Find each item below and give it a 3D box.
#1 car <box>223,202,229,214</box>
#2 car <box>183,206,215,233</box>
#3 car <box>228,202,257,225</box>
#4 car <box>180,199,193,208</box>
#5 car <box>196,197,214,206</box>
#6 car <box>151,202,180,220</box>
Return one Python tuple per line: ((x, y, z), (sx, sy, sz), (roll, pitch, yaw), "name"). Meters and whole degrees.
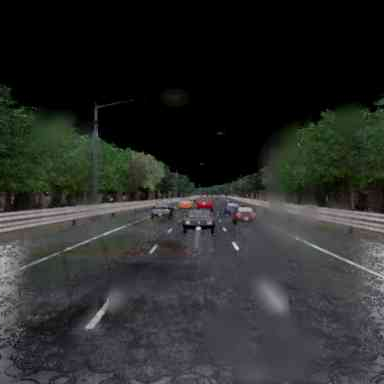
((4.821, 1.929, 40.339), (1.812, 1.442, 4.674), (0, 0, 5), "car")
((0.464, 1.801, 21.161), (1.895, 1.301, 4.718), (0, -1, 2), "car")
((4.128, 1.797, 26.727), (1.812, 1.442, 4.674), (0, 0, 4), "car")
((-0.989, 1.863, 55.228), (2.097, 1.767, 4.553), (0, -1, 4), "car")
((1.788, 1.662, 45.686), (2.150, 2.045, 5.566), (0, -1, 4), "car")
((-2.603, 1.772, 31.093), (2.128, 1.511, 4.902), (0, -1, 3), "car")
